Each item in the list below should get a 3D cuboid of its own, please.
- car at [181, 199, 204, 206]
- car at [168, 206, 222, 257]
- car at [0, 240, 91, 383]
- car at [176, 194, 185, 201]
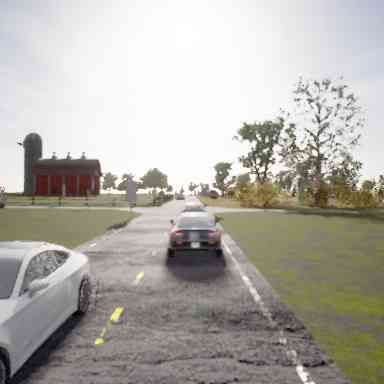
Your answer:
[{"bbox_3d":[0.085,1.495,25.101,1.994,1.385,4.181,0,0,1],"label":"car"},{"bbox_3d":[0.096,1.489,12.722,1.812,1.442,4.674,0,0,0],"label":"car"},{"bbox_3d":[-2.838,1.511,4.752,1.812,1.442,4.674,0,0,0],"label":"car"},{"bbox_3d":[-2.779,1.189,80.738,2.097,1.767,4.553,0,0,0],"label":"car"}]
